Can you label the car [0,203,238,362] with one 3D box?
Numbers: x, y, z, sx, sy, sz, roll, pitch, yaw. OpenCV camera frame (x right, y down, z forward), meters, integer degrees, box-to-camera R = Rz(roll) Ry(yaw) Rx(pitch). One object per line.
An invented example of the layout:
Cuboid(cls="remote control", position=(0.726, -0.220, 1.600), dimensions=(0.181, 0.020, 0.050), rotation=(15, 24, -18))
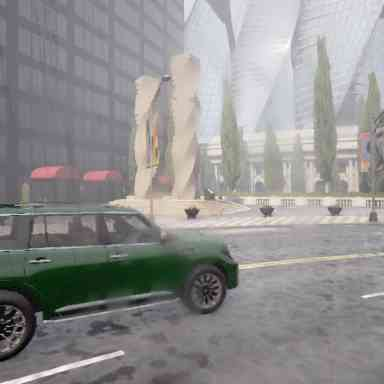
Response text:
Cuboid(cls="car", position=(-1.769, 1.216, 6.033), dimensions=(5.566, 2.045, 2.150), rotation=(1, -1, -32))
